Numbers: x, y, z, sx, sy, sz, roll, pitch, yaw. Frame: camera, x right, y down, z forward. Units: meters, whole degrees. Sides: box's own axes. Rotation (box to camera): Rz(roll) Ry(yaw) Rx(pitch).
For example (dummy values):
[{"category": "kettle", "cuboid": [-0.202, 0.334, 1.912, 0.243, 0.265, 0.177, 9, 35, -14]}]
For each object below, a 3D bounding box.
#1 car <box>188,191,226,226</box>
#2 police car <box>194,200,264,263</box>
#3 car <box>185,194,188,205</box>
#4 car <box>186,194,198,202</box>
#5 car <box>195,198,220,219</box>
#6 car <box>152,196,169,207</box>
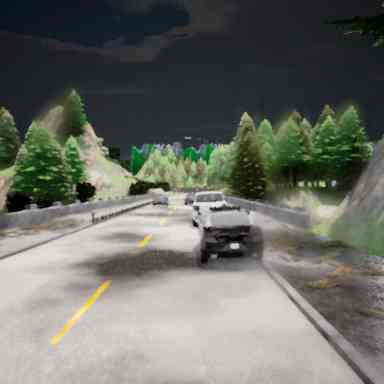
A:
[{"category": "car", "cuboid": [1.074, 0.986, 21.614, 2.150, 2.045, 5.566, -3, 0, 1]}, {"category": "police car", "cuboid": [1.168, 1.299, 11.717, 1.930, 1.638, 5.238, -2, -1, 0]}, {"category": "car", "cuboid": [0.028, 0.938, 48.058, 2.097, 1.767, 4.553, 0, 0, 0]}, {"category": "car", "cuboid": [0.013, 1.023, 60.849, 2.033, 1.411, 5.357, 0, 0, 0]}, {"category": "car", "cuboid": [1.206, 1.288, 27.600, 1.812, 1.442, 4.674, 0, 0, 0]}, {"category": "car", "cuboid": [-4.066, 1.186, 43.928, 1.994, 1.385, 4.181, 0, 0, 0]}]
